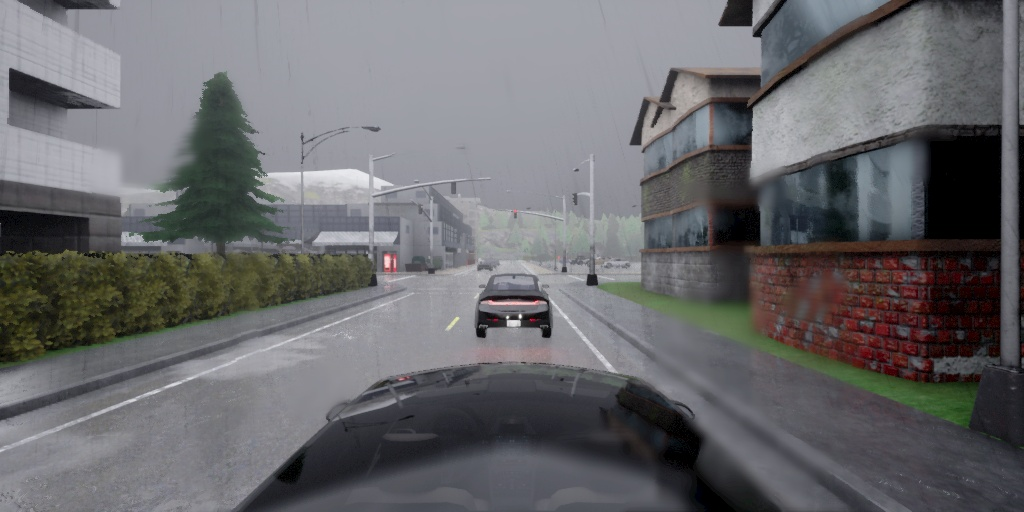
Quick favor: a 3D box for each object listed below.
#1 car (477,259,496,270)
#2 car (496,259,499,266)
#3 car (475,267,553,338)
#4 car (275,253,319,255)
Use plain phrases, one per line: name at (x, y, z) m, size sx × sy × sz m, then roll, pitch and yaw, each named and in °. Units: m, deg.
car at (-3.590, 1.351, 48.251) m, size 1.895 × 1.301 × 4.718 m, roll 0°, pitch 0°, yaw 0°
car at (-3.578, 1.313, 58.277) m, size 1.994 × 1.385 × 4.181 m, roll 0°, pitch 0°, yaw 0°
car at (0.056, 1.242, 10.165) m, size 2.128 × 1.511 × 4.902 m, roll 0°, pitch 0°, yaw 0°
car at (-15.528, 0.796, 27.699) m, size 5.566 × 2.045 × 2.150 m, roll 0°, pitch 0°, yaw 0°
